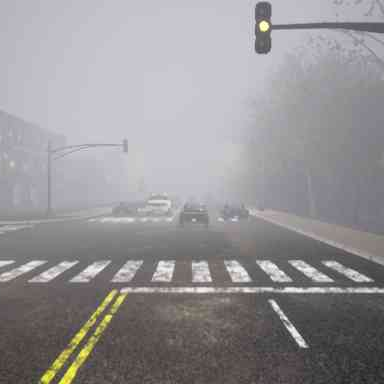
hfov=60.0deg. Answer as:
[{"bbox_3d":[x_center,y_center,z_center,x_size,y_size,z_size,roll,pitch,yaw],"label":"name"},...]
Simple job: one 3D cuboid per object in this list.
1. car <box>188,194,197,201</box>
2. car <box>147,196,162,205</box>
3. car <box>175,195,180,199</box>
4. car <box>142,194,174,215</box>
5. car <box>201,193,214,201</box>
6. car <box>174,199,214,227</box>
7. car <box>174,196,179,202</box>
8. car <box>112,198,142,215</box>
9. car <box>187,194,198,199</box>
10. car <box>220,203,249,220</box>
[{"bbox_3d":[0.077,1.256,74.598,1.882,1.535,5.008,0,0,0],"label":"car"},{"bbox_3d":[-6.500,1.452,58.472,2.128,1.511,4.902,0,0,1],"label":"car"},{"bbox_3d":[-3.208,1.461,65.014,1.837,1.490,4.892,0,-1,1],"label":"car"},{"bbox_3d":[-3.307,1.200,33.747,2.150,2.045,5.566,0,0,0],"label":"car"},{"bbox_3d":[3.316,1.502,64.176,2.033,1.411,5.357,0,0,0],"label":"car"},{"bbox_3d":[0.124,1.478,22.409,2.128,1.511,4.902,0,0,0],"label":"car"},{"bbox_3d":[-3.282,1.569,45.745,1.895,1.301,4.718,0,0,1],"label":"car"},{"bbox_3d":[-6.560,1.580,33.155,1.895,1.301,4.718,0,0,0],"label":"car"},{"bbox_3d":[0.066,1.432,64.179,1.882,1.535,5.008,0,0,0],"label":"car"},{"bbox_3d":[3.379,1.584,27.470,1.895,1.301,4.718,0,0,0],"label":"car"}]
